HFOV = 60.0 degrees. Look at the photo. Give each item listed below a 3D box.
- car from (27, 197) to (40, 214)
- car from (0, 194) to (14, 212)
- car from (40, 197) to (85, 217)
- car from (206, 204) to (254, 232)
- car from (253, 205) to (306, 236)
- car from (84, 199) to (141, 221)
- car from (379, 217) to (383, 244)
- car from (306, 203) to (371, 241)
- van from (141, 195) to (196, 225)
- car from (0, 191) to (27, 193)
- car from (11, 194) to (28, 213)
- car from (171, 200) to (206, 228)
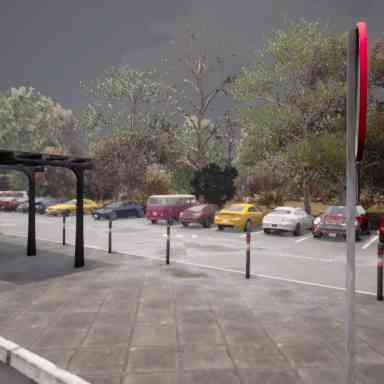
[{"bbox_3d":[-12.534,1.331,31.704,2.163,1.488,4.792,1,0,35],"label":"car"},{"bbox_3d":[-17.067,1.251,34.908,2.097,1.535,5.008,1,0,35],"label":"car"},{"bbox_3d":[-10.399,1.323,29.918,1.946,1.575,5.366,1,0,36],"label":"car"},{"bbox_3d":[3.265,1.476,20.396,2.097,1.535,5.008,1,0,35],"label":"car"},{"bbox_3d":[5.526,1.542,18.787,2.002,1.452,4.674,1,0,35],"label":"car"},{"bbox_3d":[-5.788,1.405,26.822,2.163,1.488,4.792,1,0,35],"label":"car"},{"bbox_3d":[10.050,1.553,15.571,2.097,1.535,5.008,1,0,35],"label":"car"},{"bbox_3d":[7.806,1.402,17.202,2.185,1.767,4.553,1,0,35],"label":"car"},{"bbox_3d":[-1.183,1.200,23.717,1.878,1.987,4.442,1,0,35],"label":"van"},{"bbox_3d":[-21.605,0.950,38.102,2.435,2.045,5.566,1,0,36],"label":"car"},{"bbox_3d":[-14.807,1.277,33.297,2.231,1.521,4.892,1,0,35],"label":"car"},{"bbox_3d":[1.004,1.491,22.010,2.002,1.452,4.674,1,0,36],"label":"car"}]
